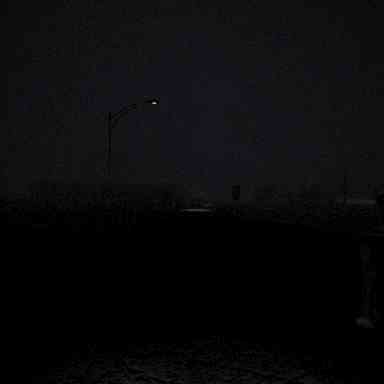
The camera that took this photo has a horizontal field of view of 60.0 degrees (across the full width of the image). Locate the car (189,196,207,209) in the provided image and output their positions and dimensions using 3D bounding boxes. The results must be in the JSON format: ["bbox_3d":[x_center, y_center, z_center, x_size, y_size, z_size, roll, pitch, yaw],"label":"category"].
[{"bbox_3d":[0.664,1.606,45.689,2.033,1.411,5.357,0,0,4],"label":"car"}]
